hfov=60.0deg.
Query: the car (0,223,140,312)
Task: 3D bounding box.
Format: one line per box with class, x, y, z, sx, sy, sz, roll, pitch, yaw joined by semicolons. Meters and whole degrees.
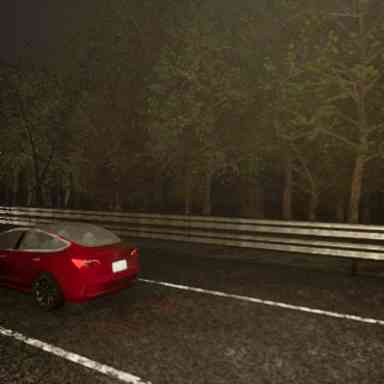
car;-3.396;1.450;7.614;4.792;1.488;2.163;0;0;31
